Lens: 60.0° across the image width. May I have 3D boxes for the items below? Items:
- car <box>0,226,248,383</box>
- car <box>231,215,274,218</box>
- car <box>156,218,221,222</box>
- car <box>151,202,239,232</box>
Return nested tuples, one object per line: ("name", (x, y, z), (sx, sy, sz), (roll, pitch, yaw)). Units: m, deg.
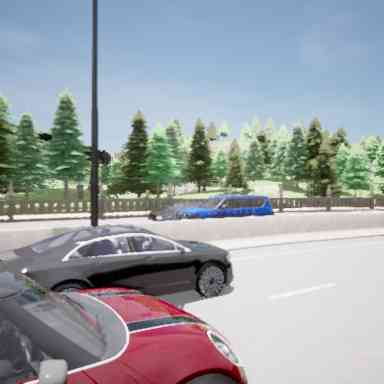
("car", (-1.698, 1.337, 2.390), (4.553, 1.767, 2.097), (0, 0, -36))
("car", (1.708, 1.172, 17.093), (5.566, 2.045, 2.150), (0, 0, -28))
("car", (-1.311, 1.463, 6.874), (4.902, 1.511, 2.128), (0, 0, -34))
("car", (0.224, 1.426, 20.214), (4.902, 1.511, 2.128), (0, 0, -28))
